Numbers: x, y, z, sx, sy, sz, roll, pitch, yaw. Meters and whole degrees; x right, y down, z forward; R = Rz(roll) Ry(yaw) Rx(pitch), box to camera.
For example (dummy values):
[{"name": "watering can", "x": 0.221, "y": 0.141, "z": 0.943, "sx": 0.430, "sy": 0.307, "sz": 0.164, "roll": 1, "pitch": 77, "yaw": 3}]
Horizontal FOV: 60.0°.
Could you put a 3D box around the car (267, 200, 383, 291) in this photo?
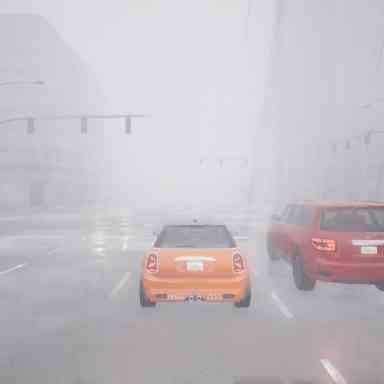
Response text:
[{"name": "car", "x": 3.556, "y": 1.221, "z": 9.134, "sx": 2.150, "sy": 2.045, "sz": 5.566, "roll": 0, "pitch": 0, "yaw": 3}]

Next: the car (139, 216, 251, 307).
[{"name": "car", "x": 0.077, "y": 1.352, "z": 8.115, "sx": 2.097, "sy": 1.767, "sz": 4.553, "roll": 0, "pitch": 0, "yaw": 1}]

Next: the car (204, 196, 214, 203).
[{"name": "car", "x": 3.709, "y": 1.525, "z": 71.099, "sx": 1.812, "sy": 1.442, "sz": 4.674, "roll": 0, "pitch": 0, "yaw": 0}]

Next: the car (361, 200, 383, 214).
[{"name": "car", "x": 20.540, "y": 1.564, "z": 35.269, "sx": 4.181, "sy": 1.385, "sz": 1.994, "roll": 0, "pitch": 0, "yaw": 1}]
